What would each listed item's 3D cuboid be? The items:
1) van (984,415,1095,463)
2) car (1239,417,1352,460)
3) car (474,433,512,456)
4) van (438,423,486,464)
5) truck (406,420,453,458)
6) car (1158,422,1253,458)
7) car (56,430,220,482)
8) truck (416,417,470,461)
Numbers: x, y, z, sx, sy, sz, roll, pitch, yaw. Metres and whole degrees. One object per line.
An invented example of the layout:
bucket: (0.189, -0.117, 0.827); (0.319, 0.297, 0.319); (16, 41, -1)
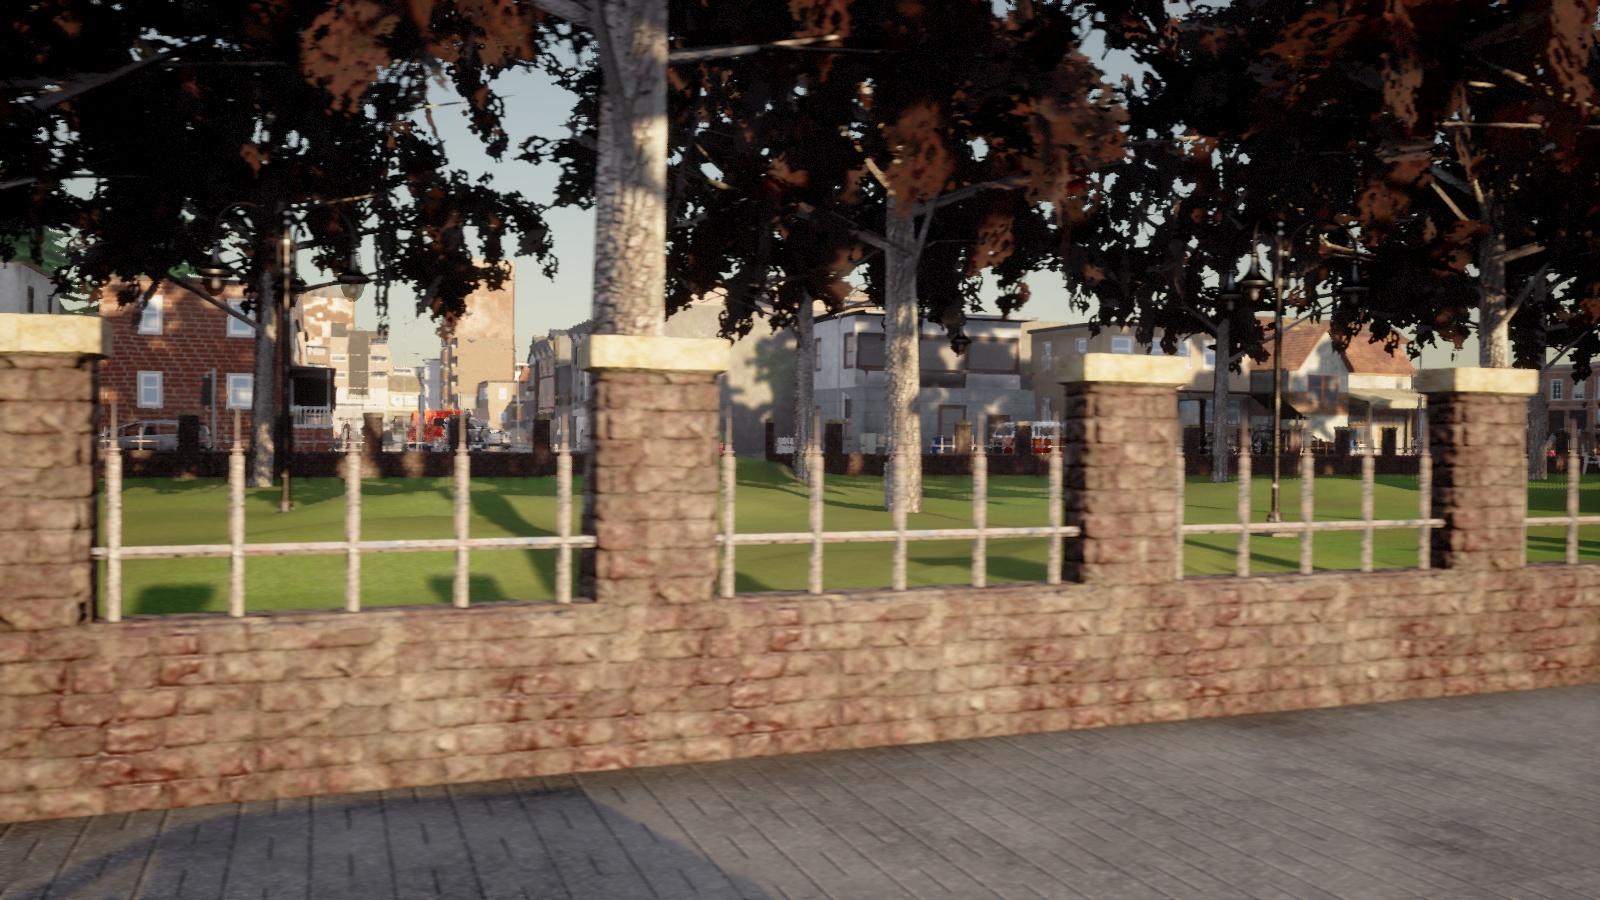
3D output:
van: (10.732, -0.511, 56.287); (4.480, 2.038, 2.069); (-1, 1, -21)
car: (22.253, -0.543, 56.387); (4.605, 1.855, 1.932); (-1, 1, -21)
car: (-20.668, -0.388, 84.491); (1.970, 1.475, 3.806); (-1, 1, -21)
van: (-17.592, -0.346, 65.229); (2.069, 2.038, 4.480); (-1, 1, -19)
truck: (-24.939, -0.803, 84.452); (2.627, 2.467, 5.204); (-1, 2, -21)
car: (19.213, -0.481, 59.511); (3.988, 1.617, 1.851); (-1, 1, -21)
car: (-22.634, 0.185, 43.161); (4.611, 1.667, 2.242); (-1, 1, -16)
truck: (-21.410, -0.682, 75.138); (2.627, 2.467, 5.204); (-1, 1, -21)
